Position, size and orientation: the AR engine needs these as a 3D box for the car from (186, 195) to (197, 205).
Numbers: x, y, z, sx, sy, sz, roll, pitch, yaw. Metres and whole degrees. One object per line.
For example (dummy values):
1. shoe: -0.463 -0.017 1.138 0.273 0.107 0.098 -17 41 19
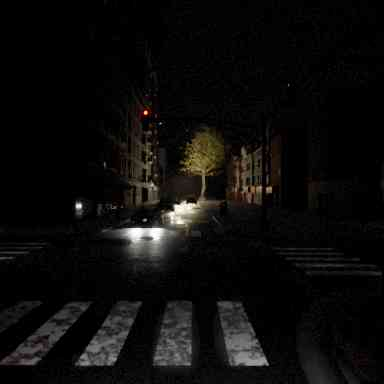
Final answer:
1. car: -0.052 1.454 59.363 1.882 1.535 5.008 0 0 0

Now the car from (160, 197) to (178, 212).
1. car: -2.945 1.485 38.141 1.837 1.490 4.892 0 0 0

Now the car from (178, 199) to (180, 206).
1. car: -2.947 1.541 54.441 1.994 1.385 4.181 0 0 0

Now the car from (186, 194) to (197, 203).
1. car: -0.077 1.329 69.338 2.097 1.767 4.553 0 0 0

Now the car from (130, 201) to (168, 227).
1. car: -2.909 1.553 22.444 1.994 1.385 4.181 0 0 0
